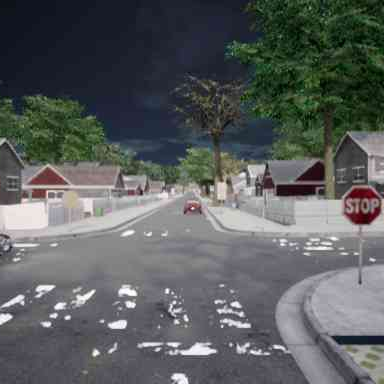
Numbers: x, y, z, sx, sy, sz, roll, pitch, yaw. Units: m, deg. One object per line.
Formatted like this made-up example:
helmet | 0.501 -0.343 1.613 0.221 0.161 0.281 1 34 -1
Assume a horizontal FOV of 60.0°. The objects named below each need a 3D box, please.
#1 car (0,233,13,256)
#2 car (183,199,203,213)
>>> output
car | -8.538 1.650 11.069 4.674 1.442 1.812 -1 0 -3
car | 0.097 1.508 35.953 1.812 1.442 4.674 0 0 0
